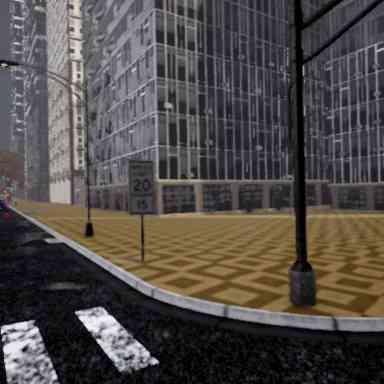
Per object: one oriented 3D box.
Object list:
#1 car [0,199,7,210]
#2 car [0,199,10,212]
[{"bbox_3d":[-28.371,1.784,48.709,2.033,1.411,5.357,-1,0,-31],"label":"car"},{"bbox_3d":[-23.227,1.713,40.260,1.812,1.442,4.674,-1,0,-31],"label":"car"}]
